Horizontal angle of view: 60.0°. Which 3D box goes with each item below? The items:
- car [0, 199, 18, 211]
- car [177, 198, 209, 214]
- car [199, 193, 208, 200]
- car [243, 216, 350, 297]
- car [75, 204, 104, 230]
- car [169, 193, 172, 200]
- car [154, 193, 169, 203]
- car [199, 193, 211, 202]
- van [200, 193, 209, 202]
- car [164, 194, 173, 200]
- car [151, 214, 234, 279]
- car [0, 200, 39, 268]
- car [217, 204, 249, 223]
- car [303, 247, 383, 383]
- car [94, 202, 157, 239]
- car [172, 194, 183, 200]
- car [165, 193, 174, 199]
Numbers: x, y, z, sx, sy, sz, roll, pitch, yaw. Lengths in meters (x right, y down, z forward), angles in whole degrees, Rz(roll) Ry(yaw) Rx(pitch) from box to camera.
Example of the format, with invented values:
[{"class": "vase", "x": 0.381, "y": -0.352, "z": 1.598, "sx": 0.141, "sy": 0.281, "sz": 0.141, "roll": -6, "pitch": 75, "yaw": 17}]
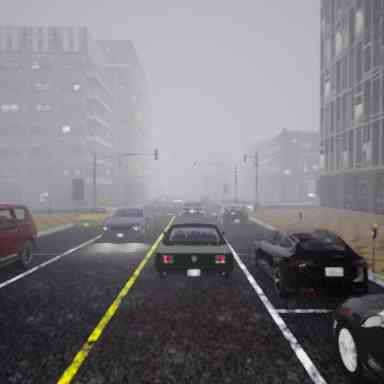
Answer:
[{"class": "car", "x": -25.988, "y": 1.718, "z": 44.295, "sx": 4.403, "sy": 1.369, "sz": 2.008, "roll": -1, "pitch": 2, "yaw": -1}, {"class": "car", "x": 0.120, "y": 1.428, "z": 26.572, "sx": 2.033, "sy": 1.411, "sz": 5.357, "roll": 0, "pitch": 0, "yaw": 2}, {"class": "car", "x": 2.661, "y": 1.063, "z": 80.350, "sx": 1.967, "sy": 1.590, "sz": 4.097, "roll": 0, "pitch": 0, "yaw": 0}, {"class": "car", "x": 2.680, "y": 1.529, "z": 8.338, "sx": 1.947, "sy": 1.339, "sz": 4.313, "roll": 0, "pitch": 0, "yaw": 0}, {"class": "car", "x": -5.667, "y": 1.435, "z": 20.241, "sx": 1.752, "sy": 1.417, "sz": 4.829, "roll": 0, "pitch": 0, "yaw": 0}, {"class": "car", "x": -5.715, "y": 1.223, "z": 69.288, "sx": 1.887, "sy": 1.381, "sz": 4.507, "roll": 0, "pitch": 0, "yaw": 0}, {"class": "car", "x": -5.712, "y": 1.283, "z": 58.221, "sx": 2.008, "sy": 1.369, "sz": 4.403, "roll": 0, "pitch": 0, "yaw": 0}, {"class": "car", "x": 2.667, "y": 1.271, "z": 63.750, "sx": 1.947, "sy": 1.339, "sz": 4.313, "roll": 0, "pitch": 0, "yaw": 0}, {"class": "van", "x": 2.664, "y": 1.019, "z": 69.282, "sx": 1.690, "sy": 1.788, "sz": 3.998, "roll": 0, "pitch": 0, "yaw": 0}, {"class": "car", "x": -5.719, "y": 1.205, "z": 80.355, "sx": 1.802, "sy": 1.307, "sz": 4.206, "roll": 0, "pitch": 0, "yaw": 0}, {"class": "car", "x": 0.066, "y": 1.557, "z": 9.867, "sx": 1.895, "sy": 1.301, "sz": 4.718, "roll": 0, "pitch": 0, "yaw": 0}, {"class": "car", "x": -5.702, "y": 1.278, "z": 8.292, "sx": 2.192, "sy": 1.841, "sz": 5.009, "roll": 0, "pitch": 0, "yaw": 0}, {"class": "car", "x": 2.647, "y": 1.454, "z": 21.742, "sx": 2.008, "sy": 1.369, "sz": 4.403, "roll": 0, "pitch": 0, "yaw": 0}, {"class": "car", "x": 2.682, "y": 1.538, "z": 2.695, "sx": 2.008, "sy": 1.369, "sz": 4.403, "roll": -1, "pitch": 0, "yaw": 0}, {"class": "car", "x": -3.089, "y": 1.472, "z": 16.982, "sx": 2.033, "sy": 1.411, "sz": 5.357, "roll": 0, "pitch": 0, "yaw": 0}, {"class": "car", "x": -3.026, "y": 1.170, "z": 76.051, "sx": 2.128, "sy": 1.511, "sz": 4.902, "roll": 0, "pitch": 0, "yaw": 0}, {"class": "car", "x": -5.722, "y": 1.035, "z": 85.887, "sx": 1.967, "sy": 1.590, "sz": 4.097, "roll": 0, "pitch": 0, "yaw": 0}]
